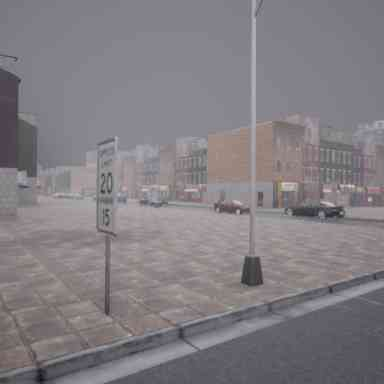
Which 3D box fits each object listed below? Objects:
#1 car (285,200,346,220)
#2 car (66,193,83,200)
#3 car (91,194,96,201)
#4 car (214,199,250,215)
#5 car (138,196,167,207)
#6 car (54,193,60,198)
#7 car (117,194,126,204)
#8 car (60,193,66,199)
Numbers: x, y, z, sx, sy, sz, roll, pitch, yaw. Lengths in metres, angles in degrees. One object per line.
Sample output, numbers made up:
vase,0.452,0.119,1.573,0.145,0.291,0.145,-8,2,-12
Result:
car,9.856,1.394,27.051,1.882,1.535,5.008,1,0,-34
car,-24.698,0.962,71.250,2.008,1.369,4.403,1,0,-35
car,-16.190,1.017,58.584,1.837,1.490,4.892,1,0,-35
car,3.906,1.366,30.921,1.887,1.381,4.507,1,0,-35
car,-5.628,1.228,44.363,1.947,1.339,4.313,1,0,-35
car,-31.055,0.890,80.212,1.887,1.381,4.507,1,0,-35
car,-12.135,1.045,52.877,1.882,1.535,5.008,1,0,-35
car,-27.876,0.922,75.731,1.887,1.381,4.507,1,0,-35
